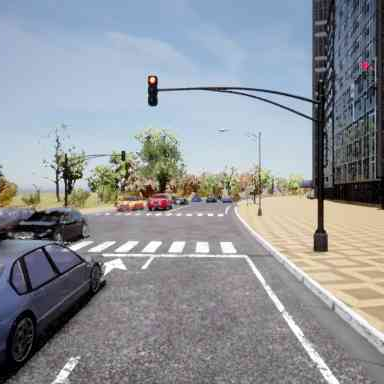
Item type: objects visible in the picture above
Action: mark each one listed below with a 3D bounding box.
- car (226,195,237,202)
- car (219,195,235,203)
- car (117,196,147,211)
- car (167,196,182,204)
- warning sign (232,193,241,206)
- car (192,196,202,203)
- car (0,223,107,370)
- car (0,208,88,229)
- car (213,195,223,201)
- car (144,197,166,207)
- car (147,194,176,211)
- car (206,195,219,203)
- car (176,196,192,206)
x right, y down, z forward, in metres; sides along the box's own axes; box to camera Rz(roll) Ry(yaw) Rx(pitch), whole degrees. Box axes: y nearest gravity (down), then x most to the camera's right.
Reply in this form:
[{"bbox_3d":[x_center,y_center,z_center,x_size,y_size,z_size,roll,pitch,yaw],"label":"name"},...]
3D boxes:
[{"bbox_3d":[9.650,1.545,80.338,2.128,1.511,4.902,0,0,14],"label":"car"},{"bbox_3d":[7.496,1.561,70.037,2.033,1.411,5.357,0,0,12],"label":"car"},{"bbox_3d":[-7.371,1.350,40.021,2.097,1.767,4.553,0,0,8],"label":"car"},{"bbox_3d":[-3.400,1.510,65.765,1.837,1.490,4.892,0,0,11],"label":"car"},{"bbox_3d":[6.478,1.122,48.189,1.300,1.860,1.060,0,0,8],"label":"warning sign"},{"bbox_3d":[1.008,1.530,71.298,1.812,1.442,4.674,0,0,11],"label":"car"},{"bbox_3d":[-3.035,1.547,5.651,2.033,1.411,5.357,0,0,1],"label":"car"},{"bbox_3d":[-6.152,1.503,14.775,1.837,1.490,4.892,0,0,3],"label":"car"},{"bbox_3d":[6.340,1.392,80.466,1.812,1.442,4.674,0,0,14],"label":"car"},{"bbox_3d":[-5.726,1.549,52.260,2.033,1.411,5.357,0,0,8],"label":"car"},{"bbox_3d":[-3.896,1.222,41.442,2.150,2.045,5.566,0,0,7],"label":"car"},{"bbox_3d":[4.217,1.559,70.759,1.994,1.385,4.181,0,0,12],"label":"car"},{"bbox_3d":[-1.832,1.495,56.029,2.128,1.511,4.902,0,0,9],"label":"car"}]
